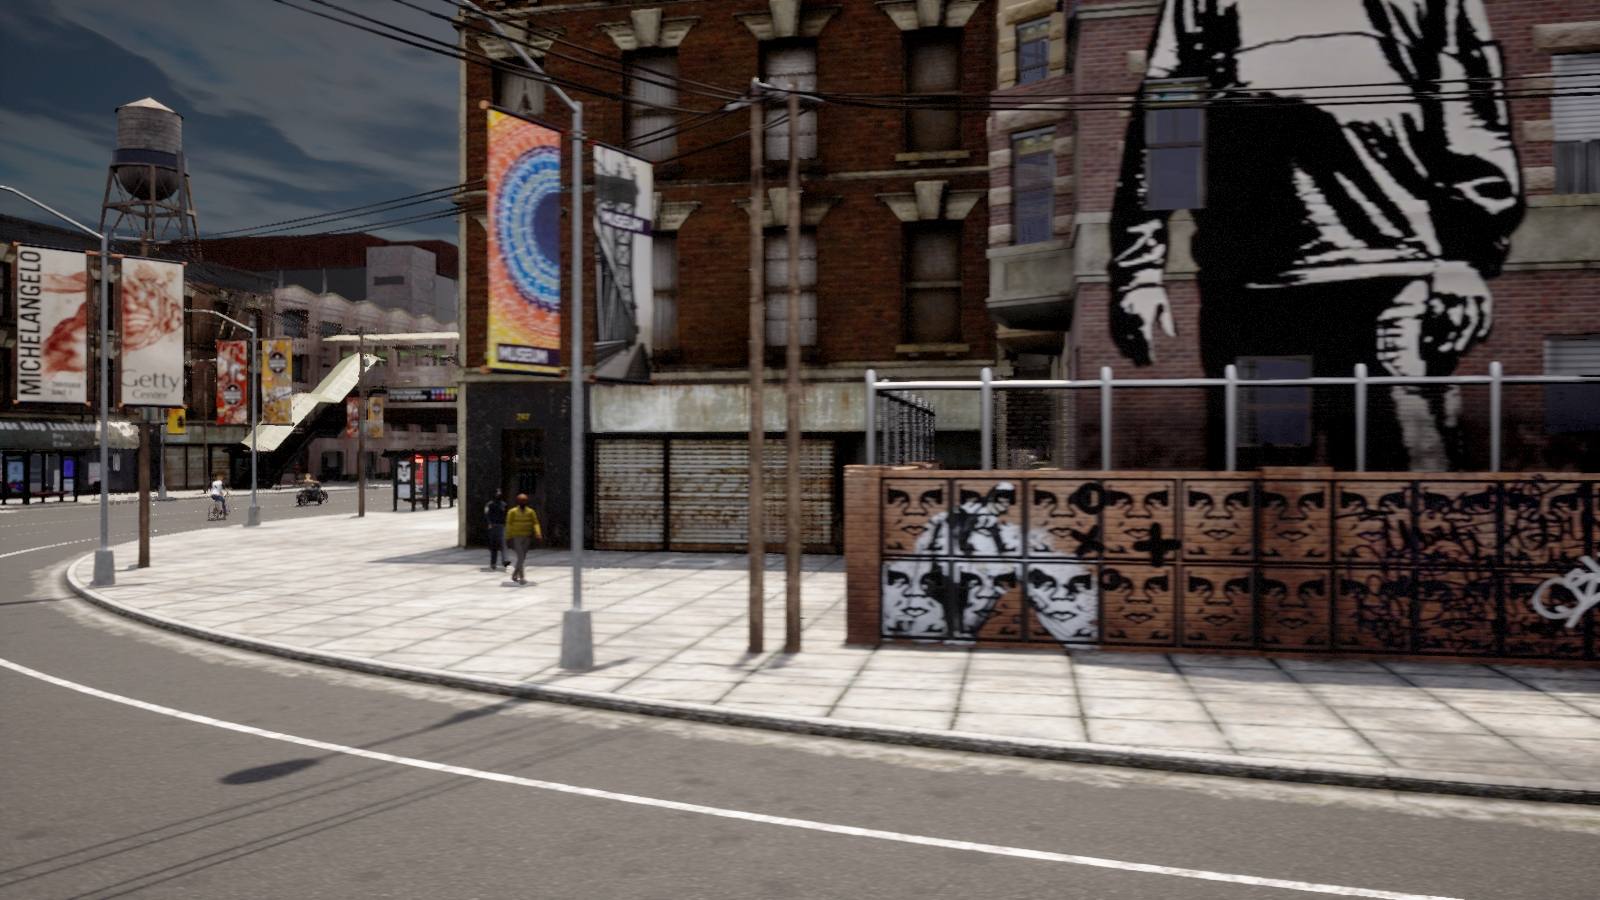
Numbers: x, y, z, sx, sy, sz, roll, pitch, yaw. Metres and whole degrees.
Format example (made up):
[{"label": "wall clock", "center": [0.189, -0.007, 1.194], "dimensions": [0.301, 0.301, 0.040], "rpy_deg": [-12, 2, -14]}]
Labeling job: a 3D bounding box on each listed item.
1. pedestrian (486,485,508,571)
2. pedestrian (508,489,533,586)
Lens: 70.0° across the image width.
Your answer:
[{"label": "pedestrian", "center": [-6.670, 1.701, 25.139], "dimensions": [0.375, 1.860, 0.375], "rpy_deg": [0, 0, -31]}, {"label": "pedestrian", "center": [-5.479, 1.701, 22.387], "dimensions": [0.375, 1.860, 0.375], "rpy_deg": [0, 0, -31]}]
